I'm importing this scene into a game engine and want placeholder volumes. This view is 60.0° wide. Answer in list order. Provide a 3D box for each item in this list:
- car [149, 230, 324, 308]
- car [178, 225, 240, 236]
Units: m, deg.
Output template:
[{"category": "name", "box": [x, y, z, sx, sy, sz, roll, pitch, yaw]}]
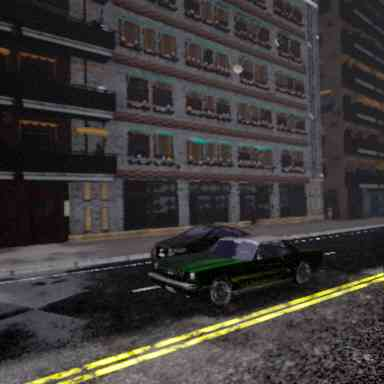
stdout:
[{"category": "car", "box": [1.295, 1.834, 8.635, 4.718, 1.301, 1.895, 0, -2, -37]}, {"category": "car", "box": [0.597, 1.909, 12.177, 4.181, 1.385, 1.994, 0, -2, -37]}]
